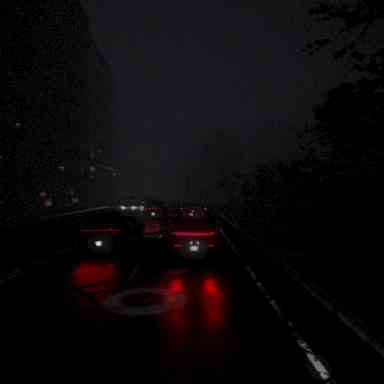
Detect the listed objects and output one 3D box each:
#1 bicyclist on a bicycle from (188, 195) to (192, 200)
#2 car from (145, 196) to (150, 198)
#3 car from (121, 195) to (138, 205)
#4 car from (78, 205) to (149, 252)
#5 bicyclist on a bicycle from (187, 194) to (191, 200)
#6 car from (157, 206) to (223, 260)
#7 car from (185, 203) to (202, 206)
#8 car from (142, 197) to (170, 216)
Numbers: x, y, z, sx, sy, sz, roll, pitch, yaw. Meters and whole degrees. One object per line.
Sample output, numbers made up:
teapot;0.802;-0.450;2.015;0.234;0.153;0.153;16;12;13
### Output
bicyclist on a bicycle;-0.235;1.329;81.788;0.659;1.776;1.843;0;0;-3
car;-6.586;1.480;51.338;1.837;1.490;4.892;0;0;-1
car;-9.849;1.328;52.789;2.097;1.767;4.553;0;0;-1
car;-3.150;1.494;13.718;1.837;1.490;4.892;0;0;0
bicyclist on a bicycle;-0.836;1.390;90.846;0.866;1.612;1.509;0;0;-4
car;0.088;1.482;12.394;2.128;1.511;4.902;0;0;1
car;0.107;1.533;25.422;2.033;1.411;5.357;0;0;1
car;-3.107;1.490;29.249;1.837;1.490;4.892;0;0;0
